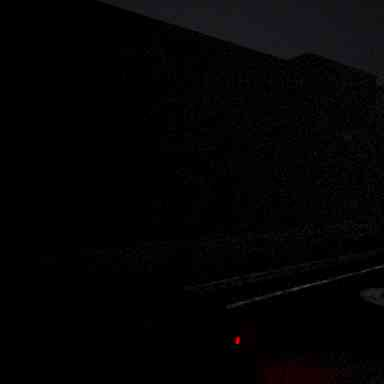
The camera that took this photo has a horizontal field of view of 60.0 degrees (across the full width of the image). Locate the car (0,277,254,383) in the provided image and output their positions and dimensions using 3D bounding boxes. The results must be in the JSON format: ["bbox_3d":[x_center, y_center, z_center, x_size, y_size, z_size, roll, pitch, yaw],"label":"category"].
[{"bbox_3d":[-1.922,1.545,2.626,5.357,1.411,2.033,0,0,-35],"label":"car"}]
